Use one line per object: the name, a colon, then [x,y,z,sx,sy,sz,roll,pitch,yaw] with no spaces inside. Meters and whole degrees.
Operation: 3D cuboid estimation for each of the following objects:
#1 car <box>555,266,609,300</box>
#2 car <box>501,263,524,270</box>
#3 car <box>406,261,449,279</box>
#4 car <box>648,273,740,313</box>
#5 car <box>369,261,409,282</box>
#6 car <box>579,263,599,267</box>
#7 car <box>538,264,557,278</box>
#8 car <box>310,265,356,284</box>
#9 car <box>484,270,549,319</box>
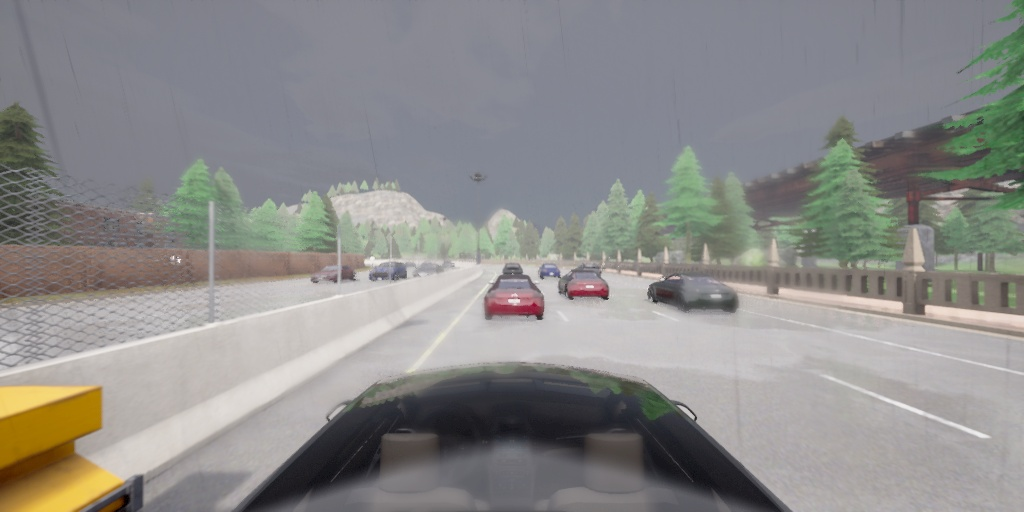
car: [3.578,1.400,18.453,1.994,1.385,4.181,0,0,0]
car: [0.061,1.418,33.497,1.837,1.490,4.892,0,0,0]
car: [-7.156,1.392,30.877,2.128,1.511,4.902,0,0,0]
car: [7.078,1.379,14.425,1.994,1.385,4.181,0,0,0]
car: [-10.659,1.254,31.088,2.097,1.767,4.553,0,0,0]
car: [7.062,1.404,33.400,2.128,1.511,4.902,0,0,0]
car: [3.543,1.443,34.337,1.812,1.442,4.674,0,0,0]
car: [-14.141,1.416,28.697,1.812,1.442,4.674,0,0,0]
car: [0.078,1.373,13.092,1.994,1.385,4.181,0,0,0]
